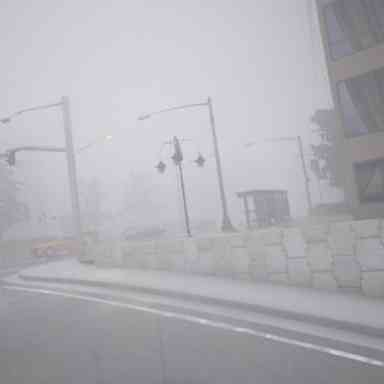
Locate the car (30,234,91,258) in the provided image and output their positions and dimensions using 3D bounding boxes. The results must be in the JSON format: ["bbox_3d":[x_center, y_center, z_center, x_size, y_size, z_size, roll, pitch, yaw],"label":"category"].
[{"bbox_3d":[-10.764,4.348,27.511,1.882,1.535,5.008,-11,-7,36],"label":"car"}]

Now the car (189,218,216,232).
[{"bbox_3d":[1.236,4.312,43.809,2.128,1.511,4.902,-11,-7,36],"label":"car"}]

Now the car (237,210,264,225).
[{"bbox_3d":[8.461,3.448,47.614,2.150,2.045,5.566,-11,-6,35],"label":"car"}]

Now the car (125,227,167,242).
[{"bbox_3d":[-4.917,4.447,35.439,1.895,1.301,4.718,-11,-7,36],"label":"car"}]
